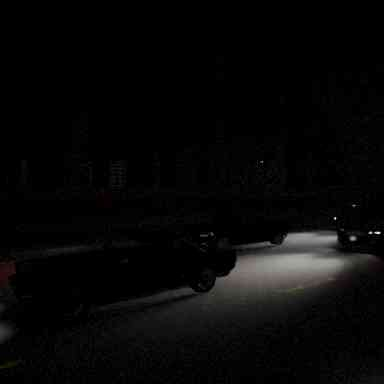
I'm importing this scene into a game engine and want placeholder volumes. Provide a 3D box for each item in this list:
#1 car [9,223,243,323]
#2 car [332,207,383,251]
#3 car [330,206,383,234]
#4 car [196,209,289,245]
[{"bbox_3d":[-1.325,1.602,7.326,4.718,1.301,1.895,0,0,-35],"label":"car"},{"bbox_3d":[8.090,1.493,13.977,4.902,1.511,2.128,0,0,-35],"label":"car"},{"bbox_3d":[10.477,1.602,19.941,4.718,1.301,1.895,0,0,-35],"label":"car"},{"bbox_3d":[1.923,1.479,13.920,5.008,1.535,1.882,0,0,-35],"label":"car"}]
